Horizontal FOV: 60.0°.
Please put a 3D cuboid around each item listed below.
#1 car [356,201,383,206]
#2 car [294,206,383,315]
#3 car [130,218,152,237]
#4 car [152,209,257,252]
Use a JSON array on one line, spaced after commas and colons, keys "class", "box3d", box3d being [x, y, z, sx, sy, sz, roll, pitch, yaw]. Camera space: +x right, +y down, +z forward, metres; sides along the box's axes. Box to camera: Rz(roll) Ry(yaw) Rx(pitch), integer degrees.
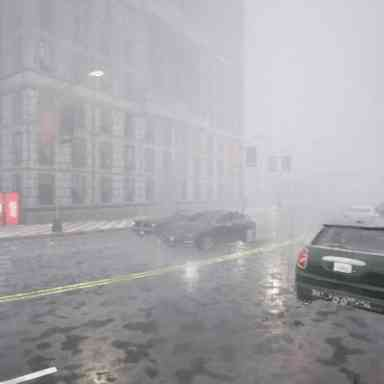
[{"class": "car", "box3d": [10.344, 1.516, 19.935, 1.812, 1.442, 4.674, 0, 0, 37]}, {"class": "car", "box3d": [4.173, 1.348, 7.281, 4.553, 1.767, 2.097, 0, 0, -44]}, {"class": "car", "box3d": [-0.877, 1.587, 17.192, 1.895, 1.301, 4.718, 0, 0, 41]}, {"class": "car", "box3d": [0.901, 1.497, 13.983, 1.837, 1.490, 4.892, 1, 0, 42]}]
